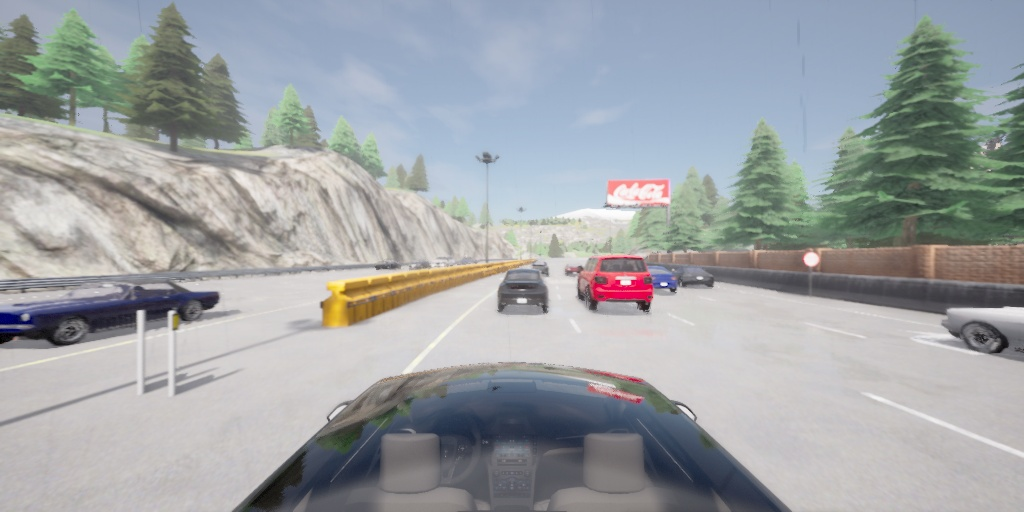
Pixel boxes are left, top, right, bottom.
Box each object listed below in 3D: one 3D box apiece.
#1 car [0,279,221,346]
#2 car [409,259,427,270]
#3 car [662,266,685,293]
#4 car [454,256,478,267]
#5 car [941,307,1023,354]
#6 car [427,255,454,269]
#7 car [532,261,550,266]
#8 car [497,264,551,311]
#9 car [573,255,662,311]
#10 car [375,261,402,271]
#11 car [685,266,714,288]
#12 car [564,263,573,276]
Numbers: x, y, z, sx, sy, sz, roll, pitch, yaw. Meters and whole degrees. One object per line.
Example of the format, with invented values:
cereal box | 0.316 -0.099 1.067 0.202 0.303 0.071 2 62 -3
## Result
car | -10.500 1.321 9.447 1.895 1.301 4.718 0 0 2
car | -13.153 1.218 51.337 2.128 1.511 4.902 0 0 7
car | 8.105 1.302 20.879 1.812 1.442 4.674 0 0 6
car | -6.192 0.811 50.580 2.097 1.767 4.553 0 0 7
car | 10.595 1.383 5.898 1.895 1.301 4.718 0 0 1
car | -9.676 0.944 50.926 2.150 2.045 5.566 0 0 7
car | 2.780 1.254 36.089 2.128 1.511 4.902 0 0 7
car | 0.494 1.258 14.436 1.837 1.490 4.892 0 0 4
car | 3.994 0.985 14.679 2.150 2.045 5.566 0 0 4
car | -16.948 1.306 49.254 1.895 1.301 4.718 0 0 7
car | 12.021 1.353 24.490 1.994 1.385 4.181 0 0 6
car | 6.502 1.375 37.783 1.895 1.301 4.718 0 0 7
